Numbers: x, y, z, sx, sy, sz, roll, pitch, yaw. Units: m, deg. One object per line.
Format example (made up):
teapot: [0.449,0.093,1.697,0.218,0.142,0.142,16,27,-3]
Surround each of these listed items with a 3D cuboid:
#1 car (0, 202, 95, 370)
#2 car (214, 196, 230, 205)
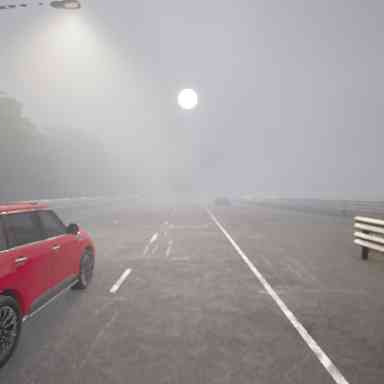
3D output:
car: [-3.406,1.178,5.675,2.150,2.045,5.566,0,0,0]
car: [4.586,1.288,51.342,1.994,1.385,4.181,0,0,-5]
